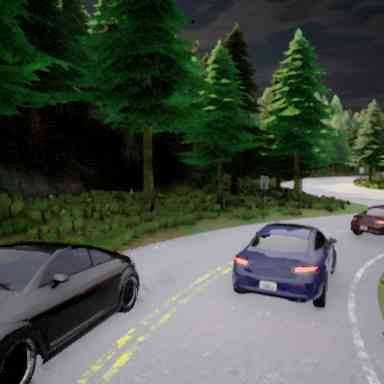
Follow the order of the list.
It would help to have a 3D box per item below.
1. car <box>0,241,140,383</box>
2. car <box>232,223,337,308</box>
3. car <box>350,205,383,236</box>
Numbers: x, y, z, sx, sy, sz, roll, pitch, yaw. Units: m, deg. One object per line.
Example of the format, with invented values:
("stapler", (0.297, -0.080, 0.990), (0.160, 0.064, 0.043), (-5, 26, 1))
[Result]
("car", (-2.429, 1.488, 4.974), (1.994, 1.385, 4.181), (1, 1, 17))
("car", (2.369, 1.483, 8.009), (1.812, 1.442, 4.674), (2, 2, 26))
("car", (9.283, 1.334, 15.548), (4.674, 1.442, 1.812), (-1, 5, -34))
